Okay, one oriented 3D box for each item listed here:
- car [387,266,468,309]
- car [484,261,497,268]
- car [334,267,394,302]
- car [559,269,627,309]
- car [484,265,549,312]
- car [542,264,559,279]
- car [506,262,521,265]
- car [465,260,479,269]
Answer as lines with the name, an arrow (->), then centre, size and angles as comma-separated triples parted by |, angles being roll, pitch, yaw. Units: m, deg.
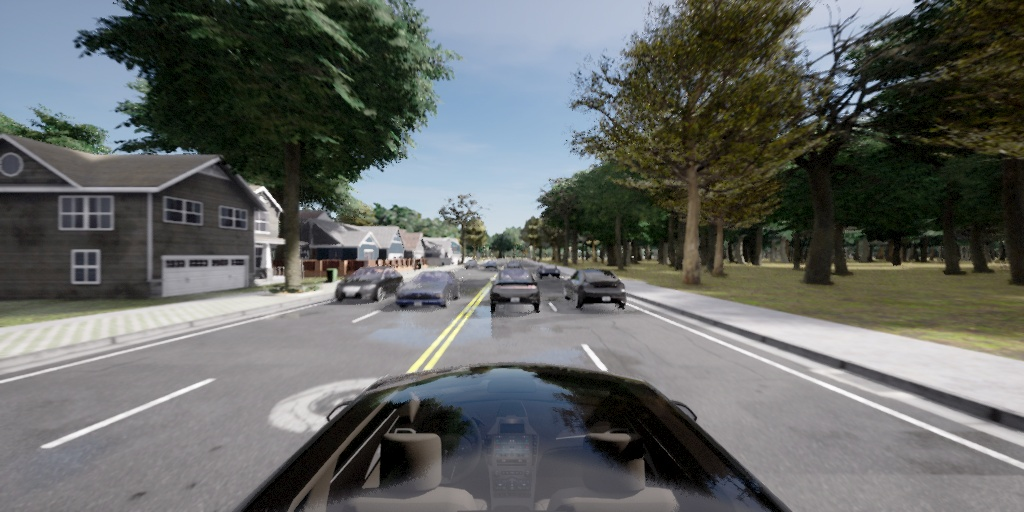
car -> -3.343, 1.330, 15.420 | 2.033, 1.411, 5.357 | 0, 0, 0
car -> -3.262, 1.412, 56.128 | 2.033, 1.411, 5.357 | 0, 0, 1
car -> -6.590, 1.276, 17.088 | 2.128, 1.511, 4.902 | 0, 0, 0
car -> 3.359, 1.289, 15.162 | 1.837, 1.490, 4.892 | 0, 0, 0
car -> 0.107, 1.273, 14.512 | 2.128, 1.511, 4.902 | 0, 0, 0
car -> 3.372, 1.427, 33.993 | 1.895, 1.301, 4.718 | 0, 0, 0
car -> 0.122, 1.316, 33.811 | 2.128, 1.511, 4.902 | 0, 0, 0
car -> -6.512, 1.392, 57.908 | 1.812, 1.442, 4.674 | 0, 0, 1
